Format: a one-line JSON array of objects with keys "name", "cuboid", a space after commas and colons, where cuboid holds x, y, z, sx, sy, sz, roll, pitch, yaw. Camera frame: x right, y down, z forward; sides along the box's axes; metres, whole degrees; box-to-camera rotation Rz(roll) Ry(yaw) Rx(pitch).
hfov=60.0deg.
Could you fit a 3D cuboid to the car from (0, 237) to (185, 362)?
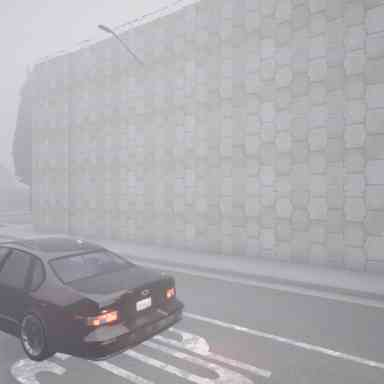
[{"name": "car", "cuboid": [-2.693, 1.547, 5.902, 5.357, 1.411, 2.033, 0, 0, 35]}]
